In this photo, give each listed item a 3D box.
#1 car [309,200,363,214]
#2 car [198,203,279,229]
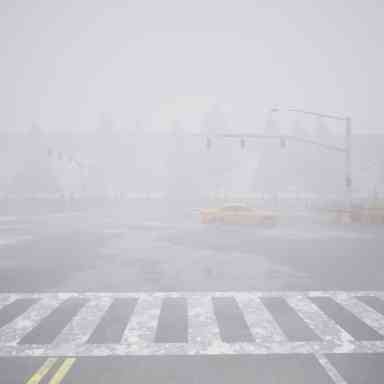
[{"bbox_3d":[15.408,1.547,35.515,5.357,1.411,2.033,0,0,-2],"label":"car"},{"bbox_3d":[2.905,1.477,20.926,5.008,1.535,1.882,0,0,-2],"label":"car"}]
